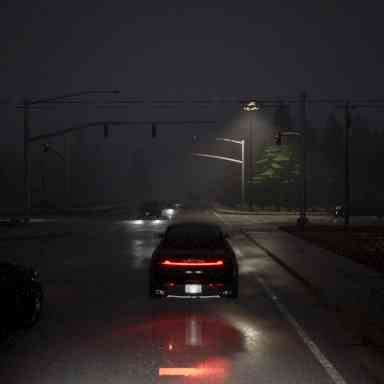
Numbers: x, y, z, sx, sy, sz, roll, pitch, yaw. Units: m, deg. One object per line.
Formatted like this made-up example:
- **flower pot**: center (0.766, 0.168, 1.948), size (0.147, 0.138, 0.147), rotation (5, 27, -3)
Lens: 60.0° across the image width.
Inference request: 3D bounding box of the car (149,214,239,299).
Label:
- **car**: center (0.049, 1.501, 8.461), size (1.837, 1.490, 4.892), rotation (0, 0, 1)

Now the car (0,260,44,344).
- **car**: center (-3.595, 1.564, 4.151), size (1.994, 1.385, 4.181), rotation (0, 0, 0)

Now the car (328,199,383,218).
- **car**: center (14.590, 1.379, 29.596), size (4.553, 1.767, 2.097), rotation (0, 0, 1)

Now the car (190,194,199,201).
- **car**: center (0.580, 1.355, 80.886), size (2.097, 1.767, 4.553), rotation (0, 0, 2)

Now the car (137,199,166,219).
- **car**: center (-3.598, 1.523, 29.071), size (1.837, 1.490, 4.892), rotation (0, 0, 0)

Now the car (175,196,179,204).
- **car**: center (-3.481, 1.477, 62.978), size (1.882, 1.535, 5.008), rotation (0, 0, 1)

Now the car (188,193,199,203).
- **car**: center (0.306, 1.224, 70.494), size (2.150, 2.045, 5.566), rotation (0, 0, 2)

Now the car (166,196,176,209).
- **car**: center (-3.591, 1.601, 45.652), size (1.895, 1.301, 4.718), rotation (0, 0, 0)
